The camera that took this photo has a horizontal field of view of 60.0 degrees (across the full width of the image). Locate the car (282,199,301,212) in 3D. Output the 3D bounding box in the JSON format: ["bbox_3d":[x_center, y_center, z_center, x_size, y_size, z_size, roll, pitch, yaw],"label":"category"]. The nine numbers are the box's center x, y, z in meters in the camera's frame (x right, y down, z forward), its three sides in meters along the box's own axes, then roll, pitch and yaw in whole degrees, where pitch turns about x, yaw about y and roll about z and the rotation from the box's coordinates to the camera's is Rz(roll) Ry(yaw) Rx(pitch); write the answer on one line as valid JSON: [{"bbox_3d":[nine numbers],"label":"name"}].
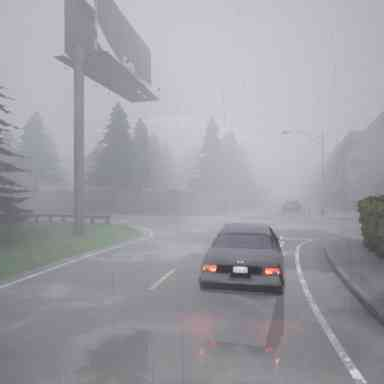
[{"bbox_3d":[11.700,1.548,39.011,1.994,1.385,4.181,0,0,20],"label":"car"}]

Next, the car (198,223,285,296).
[{"bbox_3d":[1.454,1.544,8.860,2.033,1.411,5.357,0,0,12],"label":"car"}]
